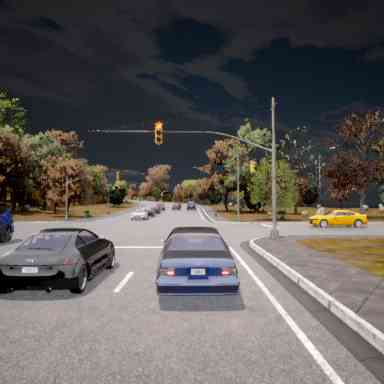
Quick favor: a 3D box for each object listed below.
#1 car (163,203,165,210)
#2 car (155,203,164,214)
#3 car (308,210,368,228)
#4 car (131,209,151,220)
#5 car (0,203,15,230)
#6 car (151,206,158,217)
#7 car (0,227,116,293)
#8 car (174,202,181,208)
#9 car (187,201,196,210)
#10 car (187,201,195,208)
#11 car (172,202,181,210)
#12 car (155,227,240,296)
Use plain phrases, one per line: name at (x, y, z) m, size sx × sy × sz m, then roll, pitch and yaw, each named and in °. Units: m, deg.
car at (-7.181, 3.328, 75.209) m, size 2.097 × 1.767 × 4.553 m, roll 0°, pitch 0°, yaw 0°
car at (-7.194, 3.536, 65.045) m, size 2.033 × 1.411 × 5.357 m, roll 0°, pitch 0°, yaw 0°
car at (12.970, 2.368, 29.698) m, size 5.008 × 1.535 × 1.882 m, roll 0°, pitch -3°, yaw -2°
car at (-7.217, 3.146, 46.279) m, size 1.812 × 1.442 × 4.674 m, roll 0°, pitch -2°, yaw 0°
car at (-10.187, 1.473, 14.830) m, size 2.150 × 2.045 × 5.566 m, roll 1°, pitch -2°, yaw 0°
car at (-7.222, 3.470, 55.298) m, size 1.895 × 1.301 × 4.718 m, roll 0°, pitch -1°, yaw 0°
car at (-3.443, 1.665, 9.081) m, size 1.994 × 1.385 × 4.181 m, roll 0°, pitch -1°, yaw 0°
car at (-3.830, 3.428, 88.290) m, size 1.837 × 1.490 × 4.892 m, roll 0°, pitch 0°, yaw -4°
car at (-0.187, 3.311, 77.853) m, size 2.097 × 1.767 × 4.553 m, roll 0°, pitch 0°, yaw 0°
car at (-0.307, 3.243, 88.032) m, size 1.882 × 1.535 × 5.008 m, roll 0°, pitch 0°, yaw -4°
car at (-3.689, 3.486, 78.314) m, size 1.812 × 1.442 × 4.674 m, roll 0°, pitch 0°, yaw 0°
car at (0.070, 1.647, 8.971) m, size 2.033 × 1.411 × 5.357 m, roll 0°, pitch -1°, yaw -1°
